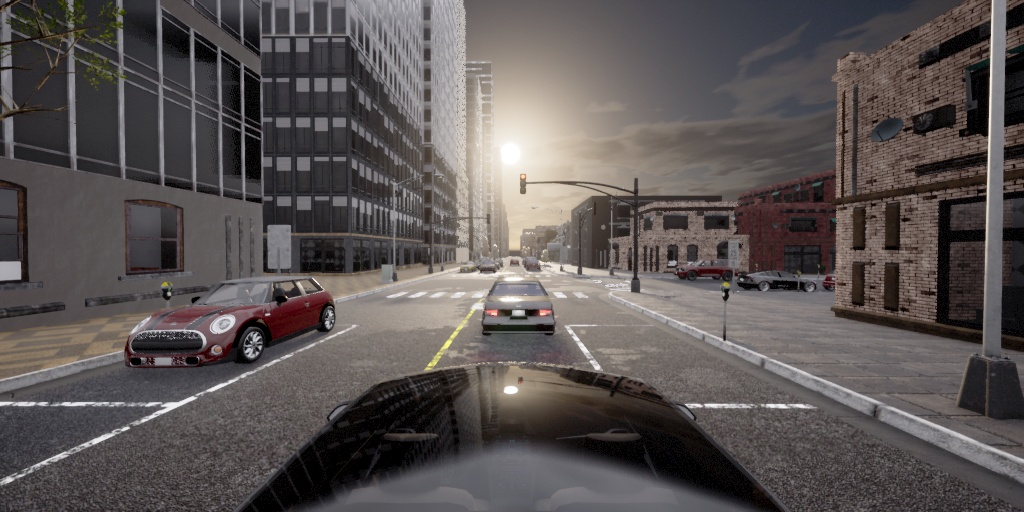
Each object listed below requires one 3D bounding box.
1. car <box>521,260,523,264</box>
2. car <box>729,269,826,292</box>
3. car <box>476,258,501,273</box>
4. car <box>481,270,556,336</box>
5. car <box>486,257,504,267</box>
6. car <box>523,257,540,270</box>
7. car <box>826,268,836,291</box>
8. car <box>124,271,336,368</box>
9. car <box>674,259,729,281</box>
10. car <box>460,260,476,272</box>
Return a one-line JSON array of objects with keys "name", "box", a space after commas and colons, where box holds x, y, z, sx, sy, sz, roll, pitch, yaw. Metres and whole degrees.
[{"name": "car", "box": [3.097, 1.052, 62.589, 2.192, 1.841, 5.009, 0, 0, 0]}, {"name": "car", "box": [16.549, 1.546, 22.548, 4.313, 1.339, 1.948, 0, 0, 1]}, {"name": "car", "box": [-2.816, 1.287, 43.613, 2.033, 1.411, 5.357, 0, 0, 0]}, {"name": "car", "box": [0.157, 1.295, 10.385, 2.033, 1.411, 5.357, 0, 0, 0]}, {"name": "car", "box": [-2.750, 1.286, 53.756, 2.033, 1.411, 5.357, 0, 0, 0]}, {"name": "car", "box": [3.021, 1.178, 51.301, 1.967, 1.591, 4.097, 0, 0, 0]}, {"name": "car", "box": [22.096, 1.473, 22.439, 4.097, 1.591, 1.967, 0, 0, 1]}, {"name": "car", "box": [-5.653, 1.188, 7.822, 1.967, 1.591, 4.097, 0, 0, 0]}, {"name": "car", "box": [16.712, 1.164, 30.925, 5.009, 1.841, 2.192, 0, 0, 1]}, {"name": "car", "box": [-5.536, 1.265, 45.599, 1.751, 1.417, 4.829, 0, 0, 0]}]
